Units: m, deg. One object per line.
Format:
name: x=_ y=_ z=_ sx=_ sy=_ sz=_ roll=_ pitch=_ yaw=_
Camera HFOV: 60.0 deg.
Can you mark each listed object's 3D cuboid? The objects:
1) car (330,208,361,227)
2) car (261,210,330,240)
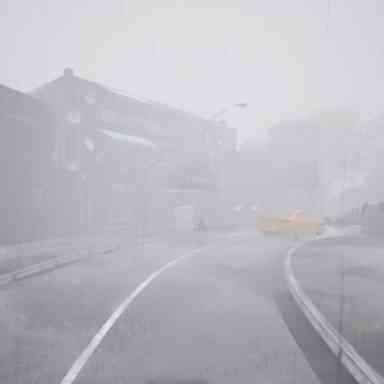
car: x=12.868 y=1.989 z=26.533 sx=5.357 sy=1.411 sz=2.033 roll=-1 pitch=-2 yaw=-17
car: x=5.706 y=1.734 z=18.573 sx=1.882 sy=1.535 sz=5.008 roll=-3 pitch=-4 yaw=42
